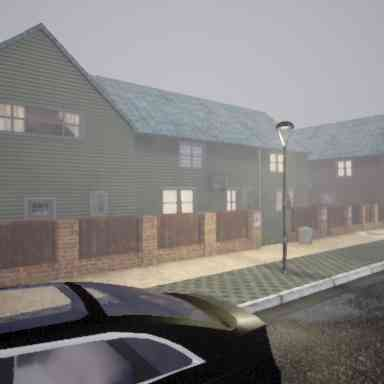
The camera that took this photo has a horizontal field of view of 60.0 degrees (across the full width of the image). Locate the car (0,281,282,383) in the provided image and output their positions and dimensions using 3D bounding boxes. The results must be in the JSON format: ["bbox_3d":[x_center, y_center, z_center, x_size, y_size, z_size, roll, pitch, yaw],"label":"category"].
[{"bbox_3d":[-1.556,1.493,2.062,4.902,1.511,2.128,0,0,-34],"label":"car"}]
